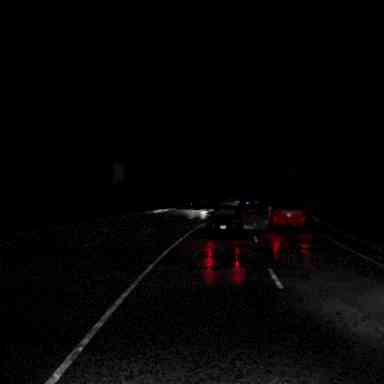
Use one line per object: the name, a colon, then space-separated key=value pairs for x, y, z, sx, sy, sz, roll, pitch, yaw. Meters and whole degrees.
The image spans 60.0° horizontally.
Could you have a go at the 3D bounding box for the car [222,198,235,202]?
car: x=4.935 y=1.512 z=42.541 sx=1.812 sy=1.442 sz=4.674 roll=0 pitch=0 yaw=22

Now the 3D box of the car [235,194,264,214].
car: x=6.554 y=1.222 z=36.417 sx=2.150 sy=2.045 sz=5.566 roll=0 pitch=0 yaw=19

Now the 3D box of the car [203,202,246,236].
car: x=1.897 y=1.521 z=18.313 sx=1.812 sy=1.442 sz=4.674 roll=0 pitch=0 yaw=10

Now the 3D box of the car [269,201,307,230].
car: x=6.058 y=1.360 z=21.406 sx=2.097 sy=1.767 sz=4.553 roll=0 pitch=0 yaw=11

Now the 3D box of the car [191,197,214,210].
car: x=1.426 y=1.447 z=43.164 sx=1.882 sy=1.535 sz=5.008 roll=0 pitch=0 yaw=22
